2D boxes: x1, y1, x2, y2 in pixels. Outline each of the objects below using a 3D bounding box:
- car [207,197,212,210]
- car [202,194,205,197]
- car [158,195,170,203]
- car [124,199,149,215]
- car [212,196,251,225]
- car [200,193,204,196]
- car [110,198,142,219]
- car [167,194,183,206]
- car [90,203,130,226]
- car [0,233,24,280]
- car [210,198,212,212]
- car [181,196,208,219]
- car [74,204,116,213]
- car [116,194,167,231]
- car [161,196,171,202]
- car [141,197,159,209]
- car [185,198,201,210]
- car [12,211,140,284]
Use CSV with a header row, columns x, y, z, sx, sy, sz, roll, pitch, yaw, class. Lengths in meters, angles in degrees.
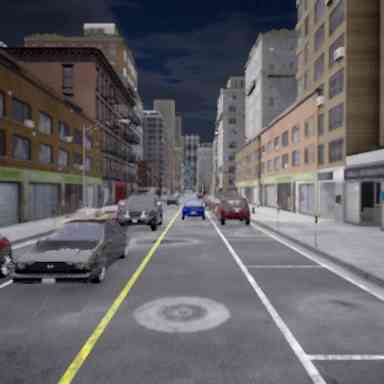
x,y,z,sx,sy,sz,roll,pitch,yaw,class
2.875,1.493,34.540,2.008,1.369,4.403,-1,0,0,car
2.886,1.378,51.031,1.967,1.590,4.097,-1,0,0,car
-5.627,1.379,67.528,1.967,1.590,4.097,-1,0,0,car
-5.651,1.464,34.376,1.752,1.417,4.829,-1,0,0,car
2.866,1.269,23.547,2.192,1.841,5.009,-1,0,0,car
2.889,1.378,56.528,1.967,1.590,4.097,-1,0,0,car
-5.655,1.383,29.050,1.967,1.590,4.097,-1,0,0,car
-3.023,1.482,53.181,2.033,1.411,5.357,0,0,1,car
-5.658,1.531,23.553,1.802,1.307,4.206,0,0,0,car
-5.671,1.419,7.063,1.967,1.590,4.097,0,0,0,car
2.871,1.472,29.214,1.752,1.417,4.829,-1,0,0,car
0.119,1.424,28.236,1.882,1.535,5.008,0,0,0,car
-5.662,1.483,17.886,1.752,1.417,4.829,0,0,0,car
-3.028,1.177,20.536,2.150,2.045,5.566,0,0,0,car
-5.622,1.509,73.024,1.947,1.339,4.313,-1,0,0,car
-5.642,1.479,45.540,1.887,1.381,4.507,-1,0,0,car
0.134,1.538,43.982,1.895,1.301,4.718,0,0,0,car
-3.087,1.522,9.821,2.033,1.411,5.357,0,0,0,car
